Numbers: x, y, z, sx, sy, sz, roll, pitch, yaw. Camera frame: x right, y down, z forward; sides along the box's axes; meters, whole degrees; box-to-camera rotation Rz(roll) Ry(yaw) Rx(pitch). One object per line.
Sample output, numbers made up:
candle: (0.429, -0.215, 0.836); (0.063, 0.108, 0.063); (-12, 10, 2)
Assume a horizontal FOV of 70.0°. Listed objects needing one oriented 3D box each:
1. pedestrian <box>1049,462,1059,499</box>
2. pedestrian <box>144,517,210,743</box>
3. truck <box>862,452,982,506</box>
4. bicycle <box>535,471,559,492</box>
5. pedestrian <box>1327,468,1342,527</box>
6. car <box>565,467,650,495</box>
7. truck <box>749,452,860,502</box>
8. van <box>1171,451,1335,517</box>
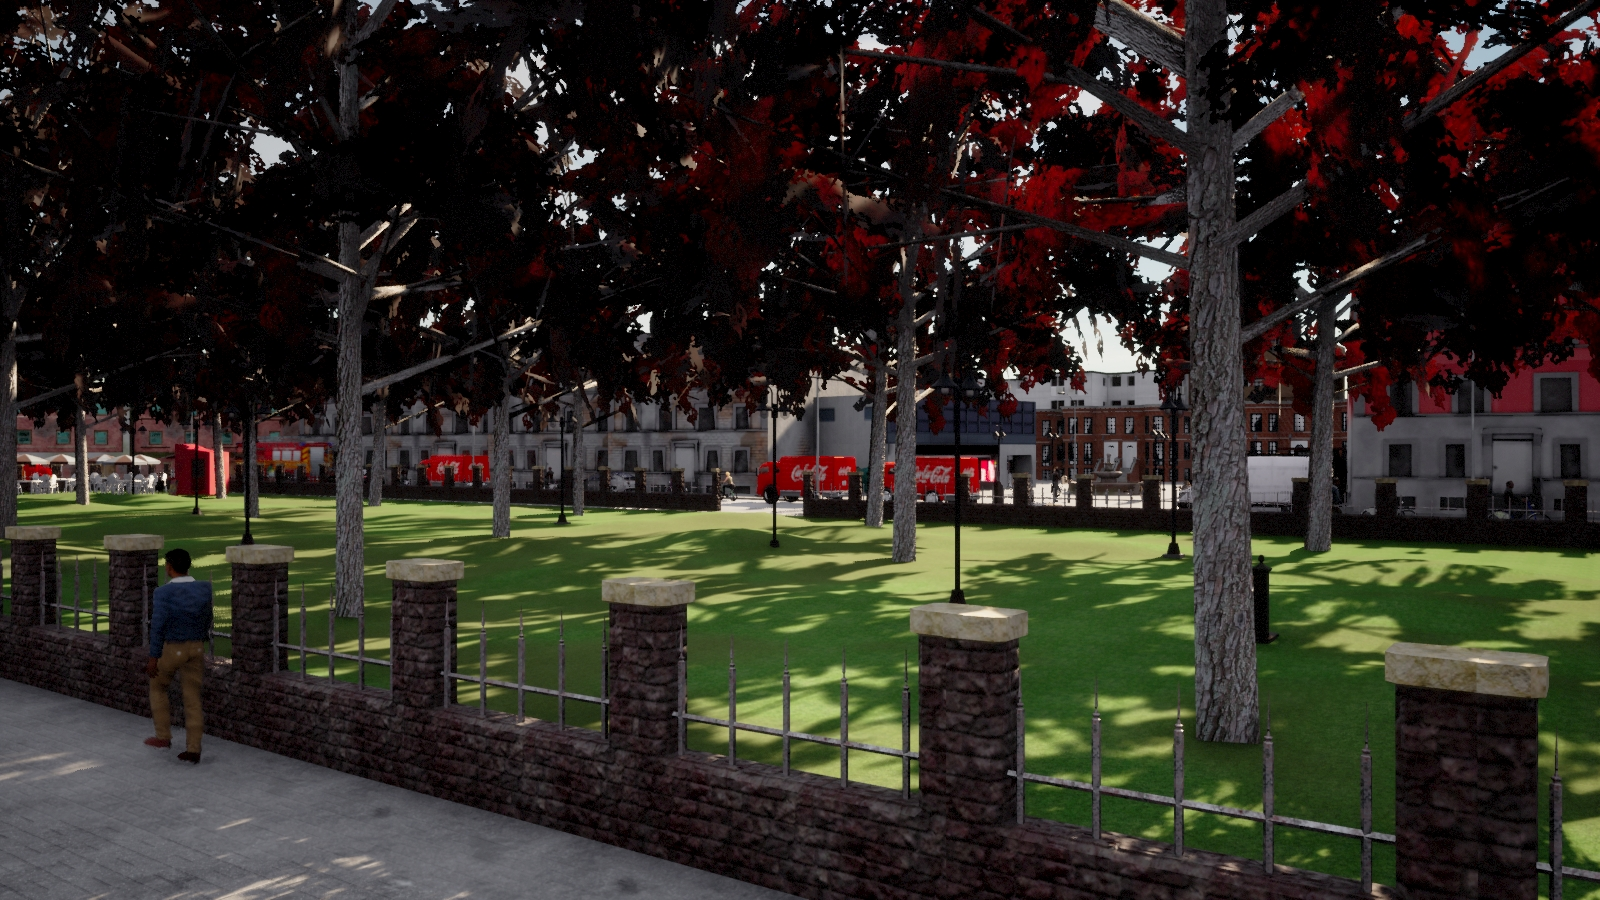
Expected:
pedestrian: (12.917, 1.526, 58.112); (0.375, 1.860, 0.375); (0, 0, 31)
pedestrian: (-5.367, 1.526, 9.841); (0.375, 1.860, 0.375); (0, 0, 35)
truck: (5.913, 1.348, 55.621); (5.204, 2.467, 2.627); (0, 0, 35)
bicycle: (-15.681, 1.940, 70.806); (1.835, 1.271, 0.329); (0, 0, 35)
pedestrian: (17.253, 1.524, 36.884); (0.375, 1.860, 0.375); (0, 0, 35)
car: (-11.432, 1.827, 67.802); (4.902, 1.511, 2.128); (0, 0, 35)
truck: (0.205, 1.348, 59.637); (5.204, 2.467, 2.627); (0, 0, 35)
van: (18.497, 1.315, 46.792); (5.915, 2.561, 1.988); (0, 0, 35)
